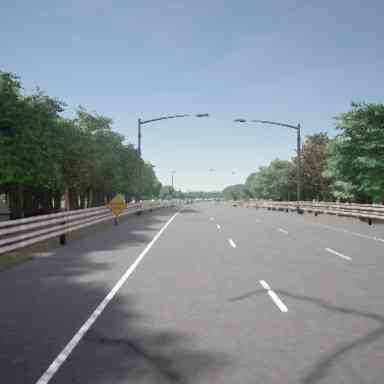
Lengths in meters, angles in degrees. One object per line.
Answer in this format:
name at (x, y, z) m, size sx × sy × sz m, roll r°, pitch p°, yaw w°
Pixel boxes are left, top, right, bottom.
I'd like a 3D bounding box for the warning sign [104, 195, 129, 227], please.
warning sign at (-4.544, 1.120, 20.147) m, size 1.300 × 1.860 × 1.060 m, roll 0°, pitch 0°, yaw 0°
